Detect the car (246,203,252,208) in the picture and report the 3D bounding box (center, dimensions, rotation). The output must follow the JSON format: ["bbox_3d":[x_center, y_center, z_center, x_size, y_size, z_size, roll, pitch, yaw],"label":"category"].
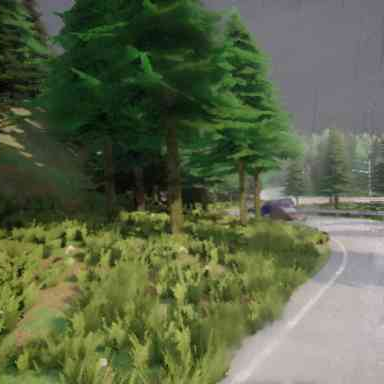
[{"bbox_3d":[8.229,2.379,48.887,2.097,1.767,4.553,-2,-2,13],"label":"car"}]

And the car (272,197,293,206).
[{"bbox_3d":[18.558,1.849,67.938,4.181,1.385,1.994,-4,3,-38],"label":"car"}]

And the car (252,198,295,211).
[{"bbox_3d":[9.661,1.849,38.361,2.150,2.045,5.566,-4,-2,-20],"label":"car"}]

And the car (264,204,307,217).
[{"bbox_3d":[8.703,2.080,30.543,1.812,1.442,4.674,-4,-2,-12],"label":"car"}]
